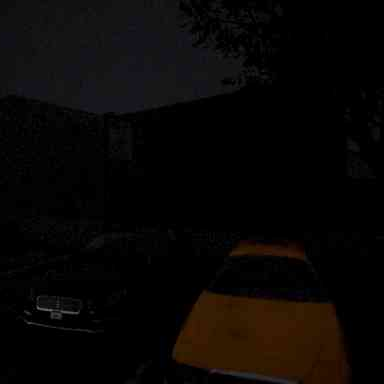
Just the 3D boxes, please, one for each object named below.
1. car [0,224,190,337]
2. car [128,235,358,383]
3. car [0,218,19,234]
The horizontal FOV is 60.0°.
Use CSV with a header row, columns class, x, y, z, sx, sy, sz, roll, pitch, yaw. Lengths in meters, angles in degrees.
class,x,y,z,sx,sy,sz,roll,pitch,yaw
car,-1.236,1.487,6.978,2.231,1.521,4.892,1,-1,16
car,1.153,1.480,5.049,1.946,1.575,5.366,1,-1,16
car,-8.558,1.528,12.212,2.002,1.452,4.674,1,-1,16
